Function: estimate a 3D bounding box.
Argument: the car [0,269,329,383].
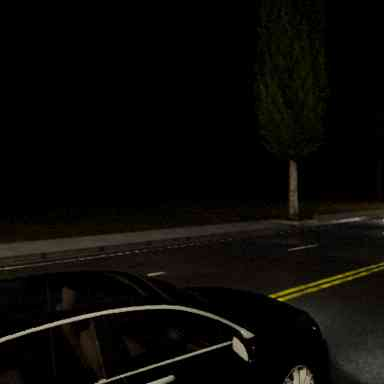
[{"bbox_3d":[-0.760,1.493,2.908,4.892,1.490,1.837,-1,0,-36],"label":"car"}]
